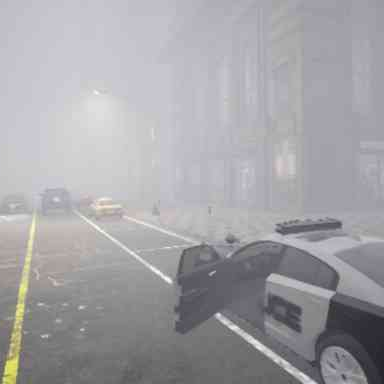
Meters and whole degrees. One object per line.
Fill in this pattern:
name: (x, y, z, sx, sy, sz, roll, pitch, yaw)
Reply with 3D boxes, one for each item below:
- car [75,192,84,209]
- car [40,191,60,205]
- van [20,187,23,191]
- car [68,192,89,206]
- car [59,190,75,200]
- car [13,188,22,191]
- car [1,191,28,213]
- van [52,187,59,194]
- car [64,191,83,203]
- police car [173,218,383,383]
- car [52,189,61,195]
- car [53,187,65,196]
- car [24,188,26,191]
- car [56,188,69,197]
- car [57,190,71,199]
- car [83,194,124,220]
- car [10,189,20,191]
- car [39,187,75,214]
car: (-10.386, 0.851, 32.007, 1.802, 1.307, 4.206, -2, 2, -25)
car: (-17.636, 0.654, 41.297, 2.128, 1.511, 4.902, -2, 2, -24)
van: (-36.901, 0.130, 69.266, 1.690, 1.788, 3.998, -2, 2, -25)
car: (-12.733, 0.753, 37.111, 1.802, 1.307, 4.206, -2, 2, -25)
car: (-19.773, 0.449, 52.424, 1.947, 1.339, 4.313, -2, 2, -25)
car: (-34.550, 0.450, 64.169, 1.947, 1.339, 4.313, -2, 2, -25)
car: (-15.737, 0.955, 29.691, 2.128, 1.511, 4.902, -2, 2, -24)
van: (-36.204, -0.439, 88.149, 1.690, 1.788, 3.998, -2, 2, -25)
car: (-15.152, 0.597, 42.368, 1.752, 1.417, 4.829, -2, 2, -25)
police car: (1.619, 1.226, 4.931, 1.930, 1.638, 5.238, -2, 2, -25)
car: (-33.852, -0.135, 83.050, 2.008, 1.369, 4.403, -2, 2, -25)
car: (-29.165, -0.181, 72.834, 2.192, 1.841, 5.009, -2, 2, -25)
car: (-41.589, 0.166, 79.481, 1.947, 1.339, 4.313, -2, 2, -25)
car: (-24.469, 0.134, 62.629, 1.967, 1.590, 4.097, -2, 2, -25)
car: (-22.120, 0.333, 57.528, 1.887, 1.381, 4.507, -2, 2, -25)
car: (-5.765, 0.988, 21.951, 1.752, 1.417, 4.829, -2, 2, -25)
car: (-32.203, 0.561, 59.065, 1.802, 1.307, 4.206, -2, 2, -25)
car: (-11.271, 0.649, 27.459, 2.150, 2.045, 5.566, -2, 2, -24)
